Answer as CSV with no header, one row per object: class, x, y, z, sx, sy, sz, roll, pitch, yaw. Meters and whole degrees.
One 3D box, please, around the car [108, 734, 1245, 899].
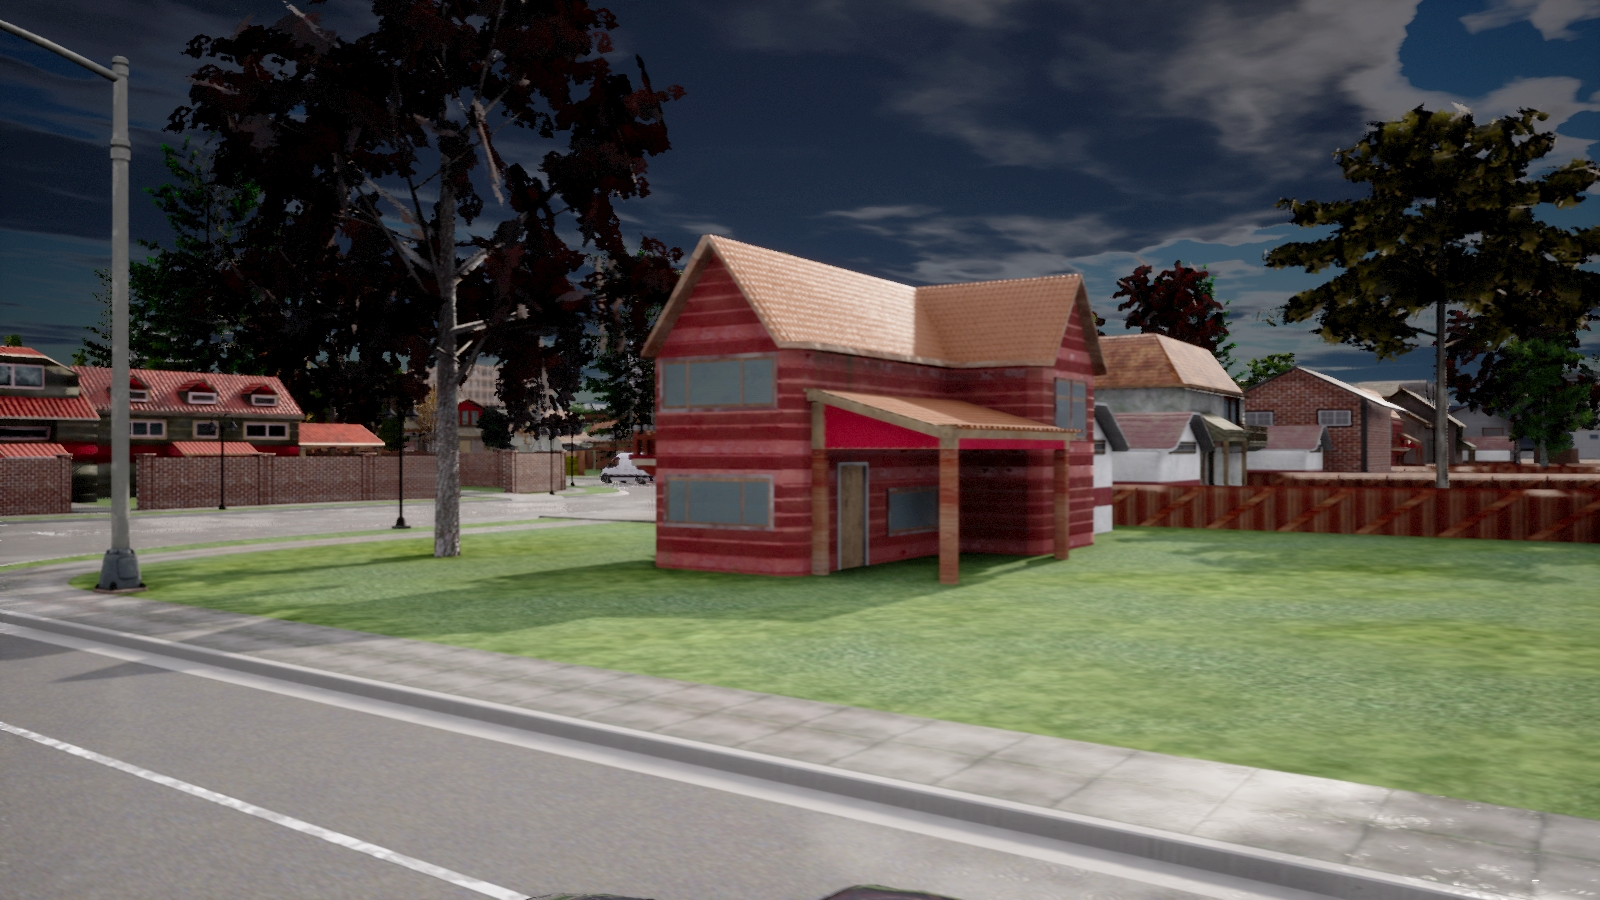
car,0.269,2.106,3.155,5.357,1.411,2.033,0,0,39
